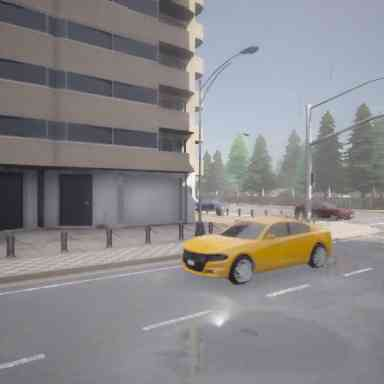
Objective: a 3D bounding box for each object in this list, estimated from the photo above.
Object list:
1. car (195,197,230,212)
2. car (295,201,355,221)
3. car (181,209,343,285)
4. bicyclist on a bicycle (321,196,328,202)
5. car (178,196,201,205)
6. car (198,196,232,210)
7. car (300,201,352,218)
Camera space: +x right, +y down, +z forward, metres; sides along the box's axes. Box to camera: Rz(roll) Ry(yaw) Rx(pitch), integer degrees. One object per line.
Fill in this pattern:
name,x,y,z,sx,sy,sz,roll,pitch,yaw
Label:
car,2.449,1.580,39.331,1.812,1.442,4.674,0,0,-36
car,10.843,1.532,27.473,1.882,1.535,5.008,0,0,-32
car,2.023,1.477,9.670,5.008,1.535,1.882,0,0,-35
bicyclist on a bicycle,17.327,1.354,43.456,1.656,1.620,0.582,0,0,-36
car,-0.537,1.579,61.748,1.812,1.442,4.674,0,0,-36
car,3.037,1.405,44.502,2.097,1.767,4.553,0,0,-36
car,12.524,1.618,31.341,1.994,1.385,4.181,0,0,-36
